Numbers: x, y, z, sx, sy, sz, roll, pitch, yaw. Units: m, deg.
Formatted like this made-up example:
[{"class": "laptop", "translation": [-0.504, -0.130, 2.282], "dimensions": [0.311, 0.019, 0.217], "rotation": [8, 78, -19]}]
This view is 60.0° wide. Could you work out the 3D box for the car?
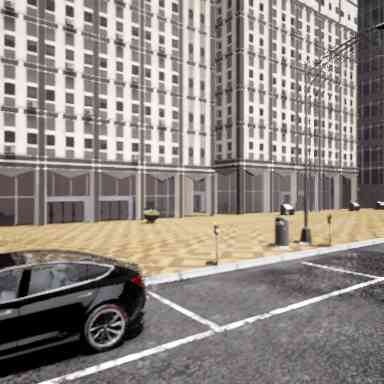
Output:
[{"class": "car", "translation": [-2.703, 1.566, 4.635], "dimensions": [4.313, 1.339, 1.947], "rotation": [0, 0, -36]}]
